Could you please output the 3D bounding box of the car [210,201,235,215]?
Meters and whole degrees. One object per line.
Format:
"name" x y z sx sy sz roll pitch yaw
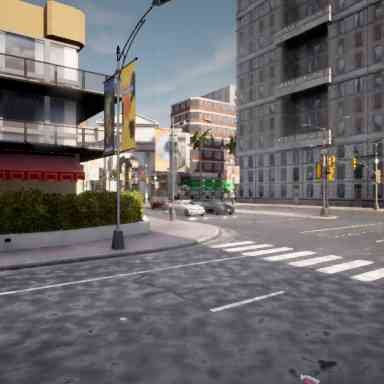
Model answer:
"car" 2.423 1.564 33.825 1.994 1.385 4.181 0 0 -35

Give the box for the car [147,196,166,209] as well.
"car" -3.444 1.352 42.198 2.097 1.767 4.553 0 0 -35

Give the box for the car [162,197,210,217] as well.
"car" -0.648 1.526 32.105 1.812 1.442 4.674 0 0 -35

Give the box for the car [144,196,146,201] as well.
"car" -11.477 1.500 71.357 4.892 1.490 1.837 0 0 -44
